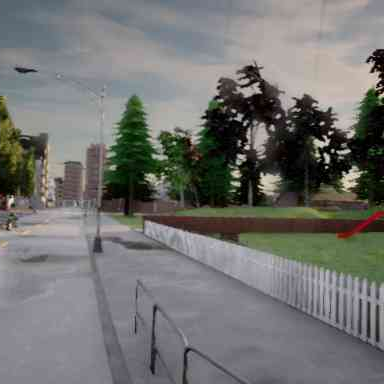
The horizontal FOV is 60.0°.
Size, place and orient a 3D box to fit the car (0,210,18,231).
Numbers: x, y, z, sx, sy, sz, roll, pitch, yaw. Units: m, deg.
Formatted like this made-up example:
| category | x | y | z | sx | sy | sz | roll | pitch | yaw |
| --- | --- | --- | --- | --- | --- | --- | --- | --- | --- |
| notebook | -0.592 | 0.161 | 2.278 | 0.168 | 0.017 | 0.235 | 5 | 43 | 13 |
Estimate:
| category | x | y | z | sx | sy | sz | roll | pitch | yaw |
| --- | --- | --- | --- | --- | --- | --- | --- | --- | --- |
| car | -14.723 | 2.154 | 25.688 | 1.837 | 1.490 | 4.892 | 2 | -3 | -19 |
